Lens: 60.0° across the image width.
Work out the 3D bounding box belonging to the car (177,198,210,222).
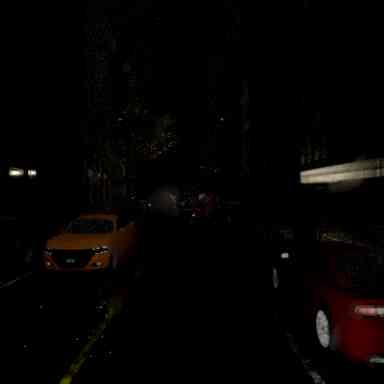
[{"bbox_3d":[0.127,1.495,26.659,2.128,1.511,4.902,0,0,0],"label":"car"}]

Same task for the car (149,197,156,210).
[{"bbox_3d":[-5.817,1.593,39.815,1.802,1.307,4.206,0,0,0],"label":"car"}]

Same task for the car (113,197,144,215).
[{"bbox_3d":[-5.828,1.320,28.537,2.192,1.841,5.009,0,0,0],"label":"car"}]

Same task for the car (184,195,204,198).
[{"bbox_3d":[0.145,1.510,44.518,2.128,1.511,4.902,0,0,0],"label":"car"}]

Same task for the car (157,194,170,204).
[{"bbox_3d":[-5.790,1.389,68.014,2.192,1.841,5.009,0,0,0],"label":"car"}]

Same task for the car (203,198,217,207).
[{"bbox_3d":[2.718,1.615,51.073,1.802,1.307,4.206,0,0,0],"label":"car"}]

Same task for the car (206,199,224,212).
[{"bbox_3d":[2.708,1.537,39.966,1.752,1.417,4.829,0,0,0],"label":"car"}]

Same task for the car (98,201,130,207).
[{"bbox_3d":[-5.834,1.548,22.897,1.887,1.381,4.507,0,0,0],"label":"car"}]

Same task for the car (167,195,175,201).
[{"bbox_3d":[-5.769,1.584,90.570,1.967,1.590,4.097,0,0,0],"label":"car"}]

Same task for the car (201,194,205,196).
[{"bbox_3d":[2.730,1.605,62.352,1.887,1.381,4.507,0,0,0],"label":"car"}]

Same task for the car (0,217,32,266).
[{"bbox_3d":[-5.845,1.565,11.618,1.947,1.339,4.313,0,0,0],"label":"car"}]

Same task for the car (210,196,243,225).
[{"bbox_3d":[2.692,1.318,22.880,2.192,1.841,5.009,0,0,0],"label":"car"}]

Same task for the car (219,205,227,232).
[{"bbox_3d":[2.686,1.567,17.241,1.947,1.339,4.313,0,0,0],"label":"car"}]

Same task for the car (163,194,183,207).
[{"bbox_3d":[-3.024,1.525,51.563,2.128,1.511,4.902,0,0,0],"label":"car"}]

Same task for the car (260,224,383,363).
[{"bbox_3d":[2.675,1.544,5.964,1.887,1.381,4.507,0,0,0],"label":"car"}]

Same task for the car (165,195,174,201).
[{"bbox_3d":[-5.774,1.563,84.932,1.967,1.590,4.097,0,0,0],"label":"car"}]

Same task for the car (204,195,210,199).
[{"bbox_3d":[2.703,1.322,34.159,2.192,1.841,5.009,0,0,0],"label":"car"}]

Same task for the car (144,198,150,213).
[{"bbox_3d":[-5.822,1.573,34.177,1.947,1.339,4.313,0,0,0],"label":"car"}]

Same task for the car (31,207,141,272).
[{"bbox_3d":[-3.090,1.477,10.956,1.882,1.535,5.008,0,0,0],"label":"car"}]

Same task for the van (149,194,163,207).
[{"bbox_3d":[-5.807,1.374,51.094,1.690,1.788,3.998,0,0,0],"label":"van"}]

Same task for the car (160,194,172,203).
[{"bbox_3d":[-5.785,1.403,73.652,2.192,1.841,5.009,0,0,0],"label":"car"}]

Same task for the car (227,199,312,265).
[{"bbox_3d":[2.681,1.314,11.603,2.192,1.841,5.009,0,0,0],"label":"car"}]
